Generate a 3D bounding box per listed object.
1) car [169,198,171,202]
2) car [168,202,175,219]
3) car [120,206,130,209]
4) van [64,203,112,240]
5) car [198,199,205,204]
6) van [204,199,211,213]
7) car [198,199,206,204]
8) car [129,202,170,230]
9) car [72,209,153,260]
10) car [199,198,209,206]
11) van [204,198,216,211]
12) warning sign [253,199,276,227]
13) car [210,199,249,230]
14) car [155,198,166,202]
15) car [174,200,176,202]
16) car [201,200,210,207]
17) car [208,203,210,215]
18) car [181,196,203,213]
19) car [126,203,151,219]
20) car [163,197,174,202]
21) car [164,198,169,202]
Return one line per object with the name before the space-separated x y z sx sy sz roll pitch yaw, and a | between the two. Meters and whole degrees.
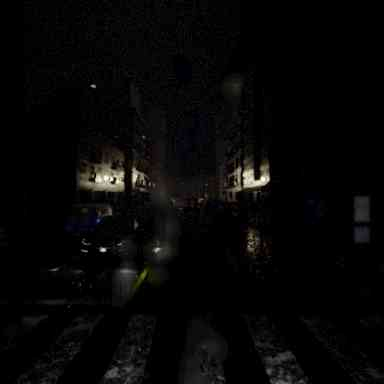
car | -5.408 2.191 61.084 1.947 1.339 4.313 0 -1 0
car | -2.840 1.946 33.211 1.895 1.301 4.718 0 -1 0
car | -5.409 1.852 28.649 1.947 1.339 4.313 0 -1 0
van | -5.408 1.513 17.839 1.690 1.788 3.998 0 -1 0
car | 2.621 2.553 93.523 2.008 1.369 4.403 0 -1 0
van | 2.684 1.778 39.466 1.690 1.788 3.998 0 -1 0
car | 2.627 2.473 88.287 1.752 1.417 4.829 0 -1 0
car | -2.851 1.719 23.313 1.882 1.535 5.008 0 -1 0
car | -2.851 1.639 13.102 1.837 1.490 4.892 0 -1 0
car | 2.646 2.216 71.900 1.967 1.590 4.097 0 -1 0
van | 2.672 1.891 50.278 1.690 1.788 3.998 0 -1 0
warning sign | 4.943 1.387 22.794 1.300 1.860 1.060 0 -1 0
car | 2.703 1.581 23.248 2.192 1.841 5.009 0 -1 0
car | -5.408 2.036 50.104 1.752 1.417 4.829 0 -1 0
car | -5.408 2.377 77.302 1.802 1.307 4.206 0 -1 0
car | 2.652 2.246 66.664 1.752 1.417 4.829 0 -1 0
car | 2.696 1.874 28.652 2.008 1.369 4.403 0 -1 0
car | 0.047 1.815 43.153 2.097 1.767 4.553 0 -1 0
car | -5.408 1.887 34.055 1.887 1.381 4.507 0 -1 0
car | -5.407 1.997 66.493 2.192 1.841 5.009 0 -1 0
car | -5.408 2.120 55.678 2.008 1.369 4.403 0 -1 0
